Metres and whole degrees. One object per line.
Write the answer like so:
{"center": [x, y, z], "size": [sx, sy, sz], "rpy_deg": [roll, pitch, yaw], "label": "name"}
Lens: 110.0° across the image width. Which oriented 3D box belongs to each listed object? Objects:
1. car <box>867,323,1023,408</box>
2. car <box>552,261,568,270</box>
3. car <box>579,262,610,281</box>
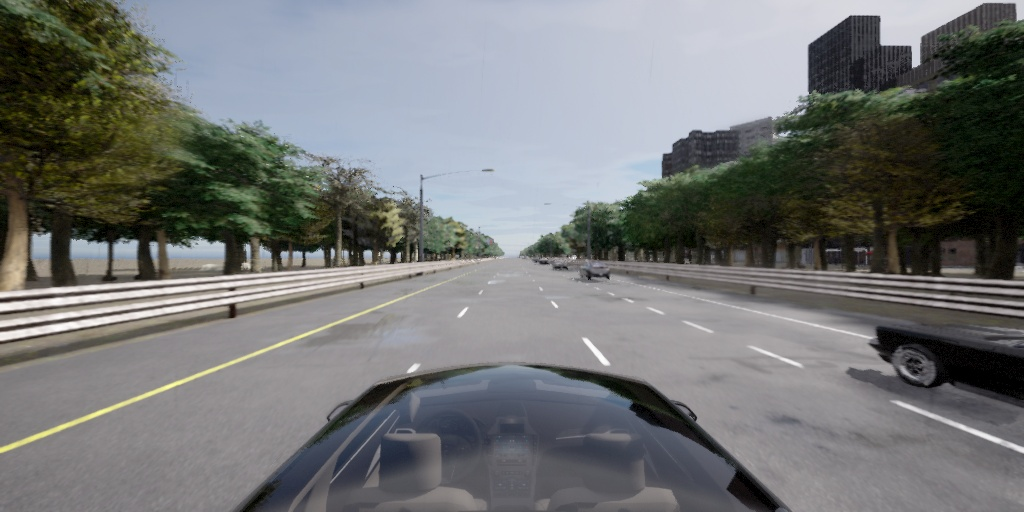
{"center": [7.002, 1.351, 3.929], "size": [1.895, 1.301, 4.718], "rpy_deg": [0, 0, 0], "label": "car"}
{"center": [7.138, 1.401, 53.815], "size": [1.895, 1.301, 4.718], "rpy_deg": [0, 0, 0], "label": "car"}
{"center": [7.045, 1.266, 30.820], "size": [2.128, 1.511, 4.902], "rpy_deg": [0, 0, 0], "label": "car"}
